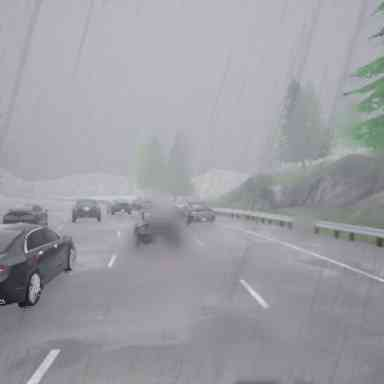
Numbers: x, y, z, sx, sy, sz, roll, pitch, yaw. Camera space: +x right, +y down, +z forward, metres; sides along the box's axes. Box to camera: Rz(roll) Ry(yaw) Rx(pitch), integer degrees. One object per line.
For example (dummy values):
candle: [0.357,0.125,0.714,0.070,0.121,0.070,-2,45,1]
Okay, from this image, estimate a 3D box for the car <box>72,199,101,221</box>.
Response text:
car: [-8.616,1.342,27.024,2.097,1.767,4.553,0,0,-19]

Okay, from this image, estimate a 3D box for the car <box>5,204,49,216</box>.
car: [-10.197,1.510,20.678,1.837,1.490,4.892,0,0,-15]

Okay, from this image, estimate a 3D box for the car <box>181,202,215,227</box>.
car: [0.131,1.457,22.508,2.128,1.511,4.902,0,0,-14]

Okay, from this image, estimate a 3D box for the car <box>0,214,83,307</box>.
car: [-4.142,1.508,7.833,1.837,1.490,4.892,0,0,-6]

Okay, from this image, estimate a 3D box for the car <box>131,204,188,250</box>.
car: [-1.583,1.488,14.392,1.837,1.490,4.892,0,0,-10]

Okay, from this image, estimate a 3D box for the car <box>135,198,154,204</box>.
car: [-5.752,1.454,38.070,2.128,1.511,4.902,0,0,-25]

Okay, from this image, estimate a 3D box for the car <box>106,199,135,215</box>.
car: [-7.464,1.480,33.544,1.837,1.490,4.892,0,0,-23]
